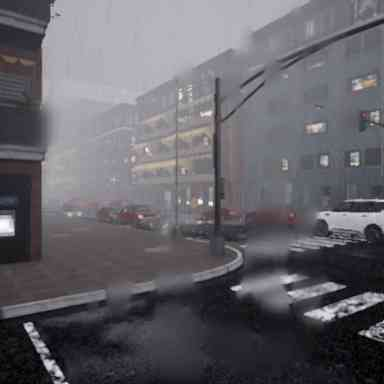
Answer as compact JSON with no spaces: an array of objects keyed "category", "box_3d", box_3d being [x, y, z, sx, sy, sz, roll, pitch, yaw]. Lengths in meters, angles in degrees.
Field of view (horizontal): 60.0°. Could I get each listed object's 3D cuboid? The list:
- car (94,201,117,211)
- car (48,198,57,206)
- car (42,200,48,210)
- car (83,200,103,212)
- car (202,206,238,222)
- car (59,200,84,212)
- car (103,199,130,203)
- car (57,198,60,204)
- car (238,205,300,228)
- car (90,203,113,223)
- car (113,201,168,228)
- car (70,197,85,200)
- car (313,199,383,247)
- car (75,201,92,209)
[{"category":"car","box_3d":[-13.437,2.190,51.696,2.008,1.369,4.403,-1,0,-35]},{"category":"car","box_3d":[-32.615,2.359,78.913,2.192,1.841,5.009,-1,0,-35]},{"category":"car","box_3d":[-26.260,2.189,56.213,1.967,1.590,4.097,-1,0,-35]},{"category":"car","box_3d":[-13.593,2.116,47.571,1.812,1.442,4.674,0,-1,-35]},{"category":"car","box_3d":[2.546,1.879,29.020,1.802,1.307,4.206,-1,0,-35]},{"category":"car","box_3d":[-17.322,2.176,47.949,1.994,1.385,4.181,0,-1,-34]},{"category":"car","box_3d":[-10.245,1.886,47.162,2.192,1.841,5.009,-1,0,-35]},{"category":"car","box_3d":[-26.220,2.460,69.840,2.008,1.369,4.403,-1,0,-35]},{"category":"car","box_3d":[5.743,1.669,24.487,1.967,1.590,4.097,-1,0,-35]},{"category":"car","box_3d":[-7.083,1.922,28.997,1.802,1.307,4.206,-1,0,-35]},{"category":"car","box_3d":[-3.889,1.711,24.462,1.967,1.590,4.097,-1,0,-35]},{"category":"car","box_3d":[-19.390,1.934,55.710,2.150,2.045,5.566,0,-1,-35]},{"category":"car","box_3d":[8.282,1.336,15.964,2.150,2.045,5.566,1,-1,-17]},{"category":"car","box_3d":[-19.828,2.356,60.768,1.802,1.307,4.206,-1,0,-35]}]
